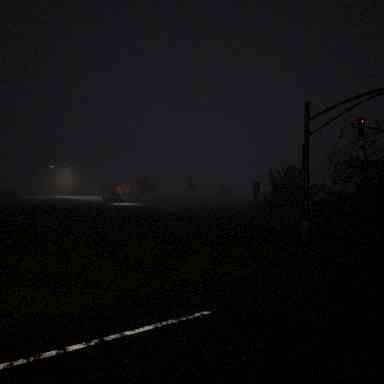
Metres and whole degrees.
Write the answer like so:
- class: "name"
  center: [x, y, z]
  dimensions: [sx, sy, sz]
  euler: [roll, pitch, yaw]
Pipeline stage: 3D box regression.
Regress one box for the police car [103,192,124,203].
- class: "police car"
  center: [-11.779, 0.821, 49.809]
  dimensions: [2.038, 1.542, 4.974]
  euler: [1, 0, -32]
